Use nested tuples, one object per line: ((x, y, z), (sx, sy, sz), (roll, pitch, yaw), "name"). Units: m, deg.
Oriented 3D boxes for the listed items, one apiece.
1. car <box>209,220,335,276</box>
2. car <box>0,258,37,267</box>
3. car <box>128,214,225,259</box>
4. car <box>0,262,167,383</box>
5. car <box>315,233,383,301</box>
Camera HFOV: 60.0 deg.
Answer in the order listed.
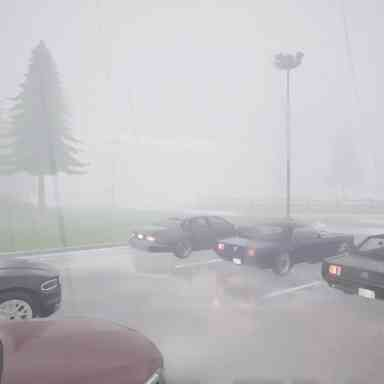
((3.050, 1.601, 10.335), (4.718, 1.301, 1.895), (0, 0, -35), "car")
((-4.543, 1.478, 4.806), (5.008, 1.535, 1.882), (0, 0, -36), "car")
((0.305, 1.547, 12.687), (5.357, 1.411, 2.033), (0, 0, -35), "car")
((-2.337, 1.526, 2.079), (4.674, 1.442, 1.812), (0, 0, -36), "car")
((5.070, 1.601, 7.477), (4.718, 1.301, 1.895), (0, 0, -35), "car")
